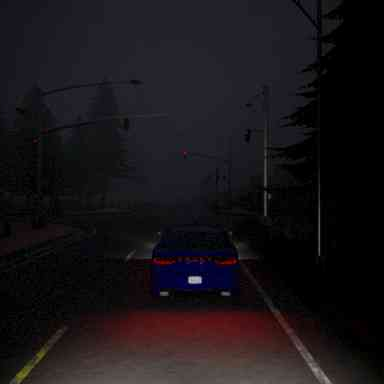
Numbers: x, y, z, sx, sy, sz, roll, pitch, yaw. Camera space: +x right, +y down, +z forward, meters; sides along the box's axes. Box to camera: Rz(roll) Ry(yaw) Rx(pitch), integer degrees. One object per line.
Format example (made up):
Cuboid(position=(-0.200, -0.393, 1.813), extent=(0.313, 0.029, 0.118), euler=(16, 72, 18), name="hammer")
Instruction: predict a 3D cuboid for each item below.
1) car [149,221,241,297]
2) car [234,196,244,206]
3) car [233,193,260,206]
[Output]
Cuboid(position=(0.079, 1.477, 8.626), extent=(1.882, 1.535, 5.008), euler=(0, 0, 1), name="car")
Cuboid(position=(8.956, 1.143, 49.578), extent=(4.605, 1.855, 1.932), euler=(0, 0, 0), name="car")
Cuboid(position=(8.546, 1.145, 52.089), extent=(3.866, 1.878, 1.905), euler=(0, 0, 0), name="car")
